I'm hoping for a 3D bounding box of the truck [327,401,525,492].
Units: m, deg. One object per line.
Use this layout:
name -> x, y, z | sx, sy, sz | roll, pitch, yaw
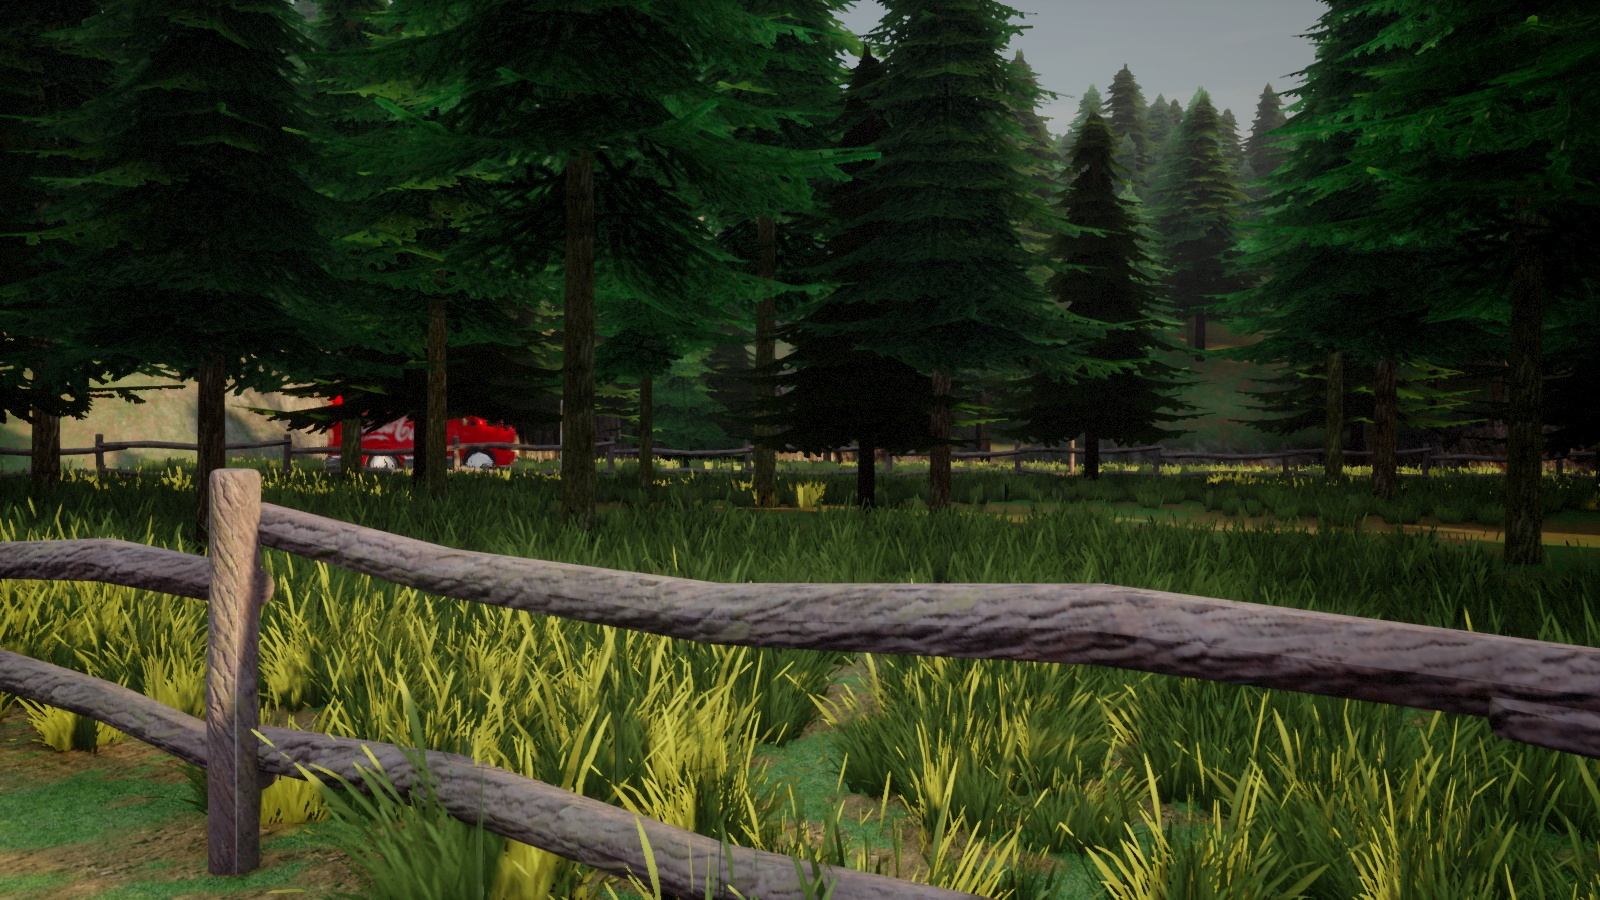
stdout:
truck -> -10.914, -0.129, 36.569 | 5.204, 2.467, 2.627 | -1, 0, -24
